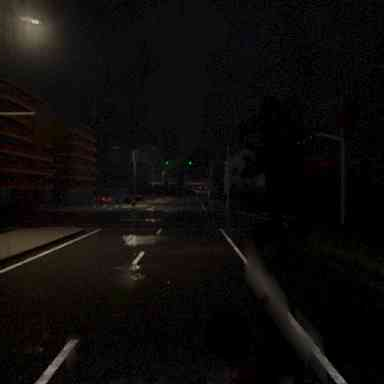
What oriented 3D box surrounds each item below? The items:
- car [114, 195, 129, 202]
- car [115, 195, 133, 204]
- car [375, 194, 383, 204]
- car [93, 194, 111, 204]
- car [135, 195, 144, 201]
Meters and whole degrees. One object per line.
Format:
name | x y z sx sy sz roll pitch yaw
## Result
car | -15.252 1.307 72.220 2.033 1.411 5.357 0 0 0
car | -11.743 1.307 56.776 2.128 1.511 4.902 0 0 0
car | 26.256 1.044 48.749 1.970 1.475 3.806 0 0 0
car | -15.238 1.166 56.598 2.097 1.767 4.553 0 0 0
car | -11.753 1.365 72.387 1.895 1.301 4.718 0 0 0
